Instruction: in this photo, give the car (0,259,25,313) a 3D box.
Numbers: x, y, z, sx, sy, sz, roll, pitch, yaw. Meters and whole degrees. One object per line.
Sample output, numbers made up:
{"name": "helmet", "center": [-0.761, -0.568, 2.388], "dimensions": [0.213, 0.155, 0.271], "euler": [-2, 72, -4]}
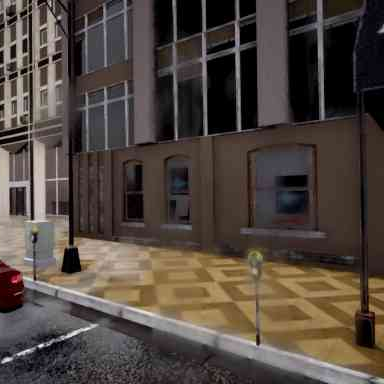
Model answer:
{"name": "car", "center": [-4.803, 1.584, 6.322], "dimensions": [4.206, 1.307, 1.802], "euler": [0, -1, 36]}
